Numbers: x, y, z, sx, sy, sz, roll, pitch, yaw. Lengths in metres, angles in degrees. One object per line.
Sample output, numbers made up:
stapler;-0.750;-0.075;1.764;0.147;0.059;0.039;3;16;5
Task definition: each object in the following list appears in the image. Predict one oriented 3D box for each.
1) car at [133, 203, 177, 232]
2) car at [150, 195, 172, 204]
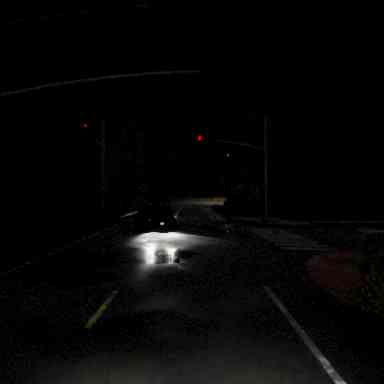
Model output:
car;-2.391;1.620;20.679;1.994;1.385;4.181;0;0;-21
car;-3.528;1.320;37.965;2.150;2.045;5.566;0;0;1
